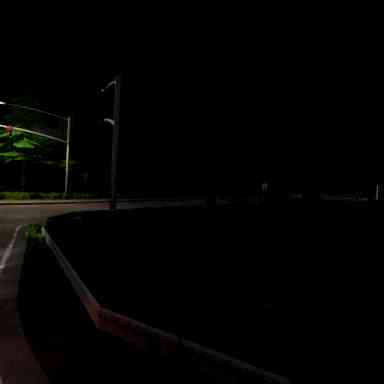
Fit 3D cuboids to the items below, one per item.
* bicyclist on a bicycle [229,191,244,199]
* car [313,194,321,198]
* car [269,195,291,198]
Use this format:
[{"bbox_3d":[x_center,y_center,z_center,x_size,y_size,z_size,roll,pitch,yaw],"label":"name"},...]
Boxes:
[{"bbox_3d":[4.423,0.694,31.885,1.656,1.620,0.582,41,23,28],"label":"bicyclist on a bicycle"},{"bbox_3d":[21.981,0.693,60.340,1.837,1.490,4.892,5,3,37],"label":"car"},{"bbox_3d":[12.939,0.715,48.503,2.128,1.511,4.902,5,3,38],"label":"car"}]
